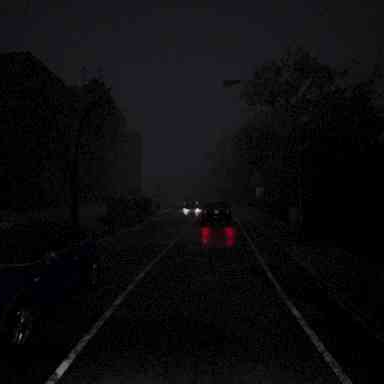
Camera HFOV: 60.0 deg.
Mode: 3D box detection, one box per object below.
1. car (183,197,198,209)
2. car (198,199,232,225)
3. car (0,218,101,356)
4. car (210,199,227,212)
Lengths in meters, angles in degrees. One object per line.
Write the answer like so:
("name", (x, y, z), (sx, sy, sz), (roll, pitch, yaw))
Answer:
("car", (-0.103, 1.489, 47.517), (2.097, 1.767, 4.553), (0, 0, 2))
("car", (1.861, 1.409, 24.970), (2.097, 1.767, 4.553), (0, 0, 5))
("car", (-3.333, 1.370, 6.115), (2.097, 1.767, 4.553), (0, 0, 3))
("car", (3.389, 1.656, 42.549), (2.033, 1.411, 5.357), (0, 0, 4))
